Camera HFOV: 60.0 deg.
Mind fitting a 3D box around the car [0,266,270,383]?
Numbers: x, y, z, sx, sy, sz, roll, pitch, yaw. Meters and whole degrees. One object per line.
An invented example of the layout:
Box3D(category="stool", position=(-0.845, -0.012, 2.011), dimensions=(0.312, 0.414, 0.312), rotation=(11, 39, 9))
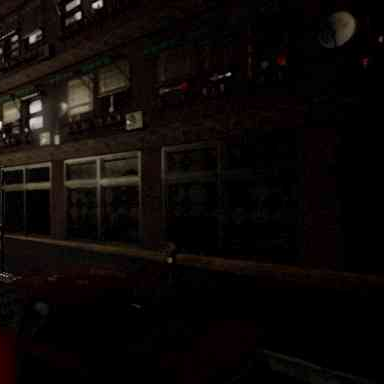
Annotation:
Box3D(category="car", position=(-1.402, 1.536, 3.744), dimensions=(4.507, 1.381, 1.887), rotation=(0, -1, 36))
